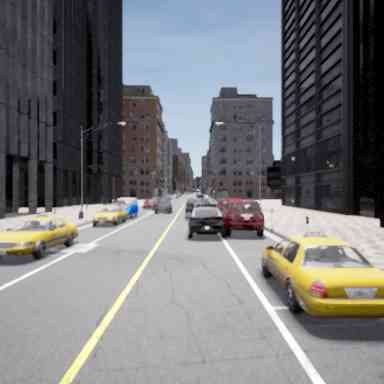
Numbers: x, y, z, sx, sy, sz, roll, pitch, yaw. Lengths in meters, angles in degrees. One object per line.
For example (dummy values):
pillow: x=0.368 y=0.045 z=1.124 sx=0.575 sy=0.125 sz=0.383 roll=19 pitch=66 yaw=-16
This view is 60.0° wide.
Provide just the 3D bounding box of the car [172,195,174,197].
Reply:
car: x=-5.839 y=1.433 z=74.969 sx=2.192 sy=1.841 sz=5.009 roll=0 pitch=0 yaw=0

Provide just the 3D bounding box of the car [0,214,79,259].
car: x=-5.863 y=1.559 z=12.724 sx=1.752 sy=1.417 sz=4.829 roll=0 pitch=0 yaw=1

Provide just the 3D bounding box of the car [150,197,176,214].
car: x=-3.086 y=1.593 z=36.458 sx=1.837 sy=1.490 sz=4.892 roll=0 pitch=0 yaw=0

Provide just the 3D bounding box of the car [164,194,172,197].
car: x=-5.840 y=1.681 z=69.329 sx=1.947 sy=1.339 sz=4.313 roll=0 pitch=0 yaw=0

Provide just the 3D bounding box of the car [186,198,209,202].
car: x=0.547 y=1.551 z=27.917 sx=1.882 sy=1.535 sz=5.008 roll=0 pitch=0 yaw=-8

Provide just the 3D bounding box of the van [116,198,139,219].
van: x=-5.852 y=1.418 z=29.850 sx=1.690 sy=1.788 sz=3.998 roll=0 pitch=0 yaw=0

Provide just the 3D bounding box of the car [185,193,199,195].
car: x=0.019 y=1.527 z=70.672 sx=1.895 sy=1.301 sz=4.718 roll=0 pitch=0 yaw=0

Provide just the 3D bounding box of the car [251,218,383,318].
car: x=2.669 y=1.546 z=7.477 sx=1.752 sy=1.417 sz=4.829 roll=0 pitch=0 yaw=1

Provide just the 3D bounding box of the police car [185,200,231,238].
police car: x=0.762 y=1.472 z=18.136 sx=1.930 sy=1.638 sz=5.238 roll=-1 pitch=0 yaw=1

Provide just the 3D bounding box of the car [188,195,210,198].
car: x=0.909 y=1.436 z=33.980 sx=2.097 sy=1.767 sz=4.553 roll=0 pitch=0 yaw=0

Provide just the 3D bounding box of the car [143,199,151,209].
car: x=-5.846 y=1.681 z=46.768 sx=1.802 sy=1.307 sz=4.206 roll=0 pitch=0 yaw=0

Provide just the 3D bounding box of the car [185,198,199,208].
car: x=0.014 y=1.668 z=52.228 sx=1.994 sy=1.385 sz=4.181 roll=0 pitch=0 yaw=0

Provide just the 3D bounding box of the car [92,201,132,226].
car: x=-5.854 y=1.589 z=24.037 sx=1.752 sy=1.417 sz=4.829 roll=0 pitch=0 yaw=0

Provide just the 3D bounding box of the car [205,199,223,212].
car: x=2.678 y=1.646 z=41.104 sx=2.008 sy=1.369 sz=4.403 roll=0 pitch=0 yaw=0

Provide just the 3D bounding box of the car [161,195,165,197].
car: x=-5.845 y=1.544 z=52.410 sx=1.967 sy=1.590 sz=4.097 roll=0 pitch=0 yaw=0

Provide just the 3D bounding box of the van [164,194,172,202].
van: x=-5.837 y=1.461 z=80.610 sx=1.690 sy=1.788 sz=3.998 roll=0 pitch=0 yaw=0

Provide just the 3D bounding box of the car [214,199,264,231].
car: x=2.671 y=1.367 z=18.545 sx=2.192 sy=1.841 sz=5.009 roll=0 pitch=0 yaw=0

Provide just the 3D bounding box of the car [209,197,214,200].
car: x=2.672 y=1.380 z=24.185 sx=2.192 sy=1.841 sz=5.009 roll=0 pitch=0 yaw=0

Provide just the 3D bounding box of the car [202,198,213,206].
car: x=2.683 y=1.690 z=58.022 sx=1.802 sy=1.307 sz=4.206 roll=0 pitch=0 yaw=0
